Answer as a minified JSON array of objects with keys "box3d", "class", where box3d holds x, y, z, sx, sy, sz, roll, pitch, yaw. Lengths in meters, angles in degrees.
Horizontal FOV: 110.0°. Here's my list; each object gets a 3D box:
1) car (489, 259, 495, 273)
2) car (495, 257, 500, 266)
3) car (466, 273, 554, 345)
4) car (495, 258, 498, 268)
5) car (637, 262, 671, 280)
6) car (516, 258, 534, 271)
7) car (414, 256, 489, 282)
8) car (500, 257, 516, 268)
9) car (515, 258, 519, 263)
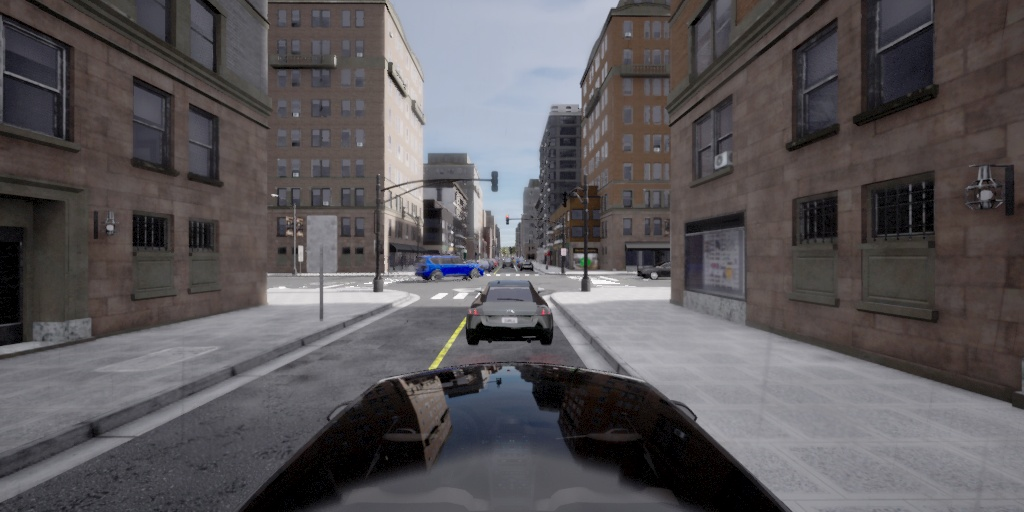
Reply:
[{"box3d":[-3.518,1.310,44.564,1.812,1.442,4.674,0,0,1],"class":"car"},{"box3d":[-3.593,1.297,64.195,1.882,1.535,5.008,0,0,0],"class":"car"},{"box3d":[-0.059,1.314,9.505,1.994,1.385,4.181,0,0,0],"class":"car"},{"box3d":[-3.557,1.348,54.243,2.033,1.411,5.357,0,0,0],"class":"car"},{"box3d":[12.974,1.201,29.931,4.892,1.490,1.837,0,0,-1],"class":"car"},{"box3d":[1.961,1.356,48.574,1.948,1.339,4.313,0,0,0],"class":"car"},{"box3d":[-5.063,0.988,29.004,5.566,2.045,2.150,0,1,-34],"class":"car"},{"box3d":[-0.675,1.342,62.793,1.812,1.442,4.674,0,0,0],"class":"car"},{"box3d":[1.885,1.392,59.596,1.802,1.307,4.207,0,0,0],"class":"car"}]
